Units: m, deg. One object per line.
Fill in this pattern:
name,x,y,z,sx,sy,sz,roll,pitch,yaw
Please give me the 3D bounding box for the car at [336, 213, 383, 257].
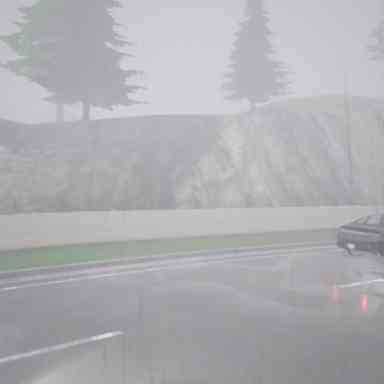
car,7.124,1.455,11.055,4.902,1.511,2.128,0,0,-22
